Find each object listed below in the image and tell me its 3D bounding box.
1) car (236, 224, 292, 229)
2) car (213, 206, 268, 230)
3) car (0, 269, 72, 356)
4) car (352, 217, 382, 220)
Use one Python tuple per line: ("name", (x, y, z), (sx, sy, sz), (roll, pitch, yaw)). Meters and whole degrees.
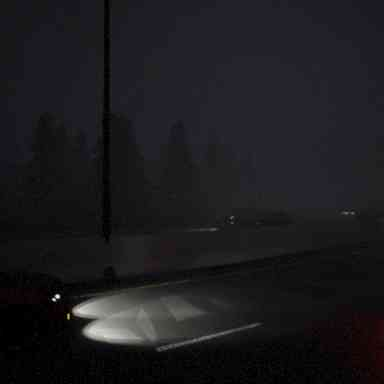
("car", (5.575, 2.089, 24.404), (5.008, 1.535, 1.882), (1, -2, -40))
("car", (4.104, 2.056, 27.751), (4.553, 1.767, 2.097), (1, -2, -41))
("car", (-4.093, 1.721, 5.144), (4.181, 1.385, 1.994), (1, -2, -28))
("car", (15.257, 2.152, 28.536), (1.882, 1.535, 5.008), (-1, -2, 44))
